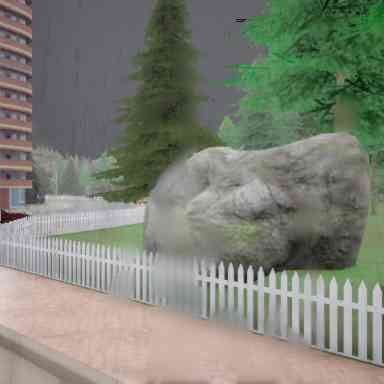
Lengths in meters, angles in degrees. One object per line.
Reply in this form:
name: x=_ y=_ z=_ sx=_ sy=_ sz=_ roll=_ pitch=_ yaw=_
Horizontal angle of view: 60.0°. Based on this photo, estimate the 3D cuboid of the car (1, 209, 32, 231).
car: x=-11.129 y=1.420 z=17.774 sx=1.882 sy=1.535 sz=5.008 roll=0 pitch=0 yaw=30
